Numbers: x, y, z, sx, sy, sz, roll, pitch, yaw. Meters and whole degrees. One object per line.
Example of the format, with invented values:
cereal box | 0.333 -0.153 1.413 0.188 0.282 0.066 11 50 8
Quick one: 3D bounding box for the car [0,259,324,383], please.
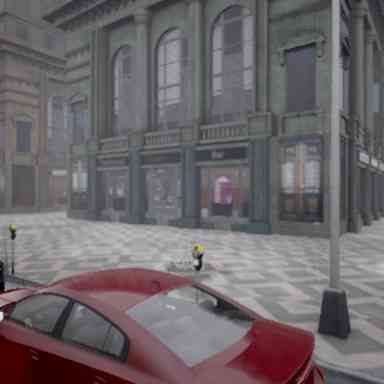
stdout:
car | -0.973 1.541 3.655 4.507 1.381 1.887 0 0 36
